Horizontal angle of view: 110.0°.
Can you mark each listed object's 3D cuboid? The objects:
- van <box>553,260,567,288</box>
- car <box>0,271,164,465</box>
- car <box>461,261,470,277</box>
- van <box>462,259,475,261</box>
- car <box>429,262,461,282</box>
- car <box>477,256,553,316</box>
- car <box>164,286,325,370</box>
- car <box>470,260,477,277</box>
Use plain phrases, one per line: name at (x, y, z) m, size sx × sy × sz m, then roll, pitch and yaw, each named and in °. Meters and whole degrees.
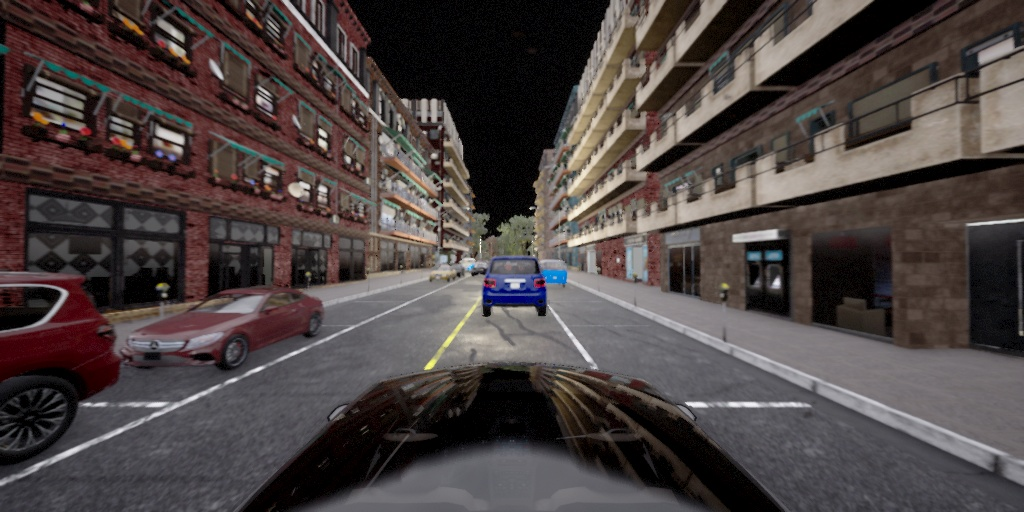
van at (2.692, 1.160, 24.435) m, size 1.690 × 1.789 × 3.998 m, roll 0°, pitch 0°, yaw 0°
car at (-5.690, 1.066, 2.189) m, size 2.192 × 1.841 × 5.009 m, roll 0°, pitch 0°, yaw 0°
car at (-5.692, 1.419, 35.616) m, size 1.948 × 1.339 × 4.313 m, roll 0°, pitch 0°, yaw 0°
van at (-5.694, 1.229, 46.758) m, size 1.690 × 1.789 × 3.998 m, roll 0°, pitch 0°, yaw 0°
car at (-5.692, 1.362, 29.875) m, size 1.751 × 1.417 × 4.829 m, roll 0°, pitch 0°, yaw 0°
car at (0.061, 1.008, 13.664) m, size 2.150 × 2.045 × 5.566 m, roll 0°, pitch 0°, yaw -1°
car at (-5.690, 1.350, 7.761) m, size 1.802 × 1.307 × 4.207 m, roll 0°, pitch 0°, yaw 0°
car at (-3.061, 1.405, 36.941) m, size 2.033 × 1.411 × 5.357 m, roll 0°, pitch 0°, yaw 0°
